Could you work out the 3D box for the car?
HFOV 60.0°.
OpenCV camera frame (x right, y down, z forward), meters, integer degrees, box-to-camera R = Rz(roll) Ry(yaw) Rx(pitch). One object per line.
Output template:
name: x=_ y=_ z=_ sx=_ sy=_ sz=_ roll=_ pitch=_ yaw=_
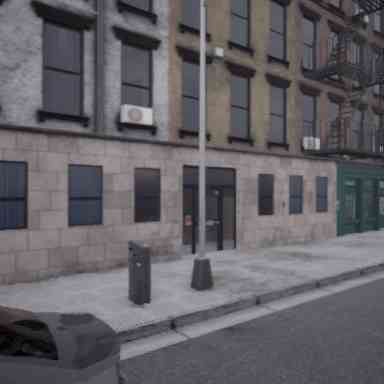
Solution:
car: x=-2.650 y=1.506 z=1.484 sx=4.892 sy=1.490 sz=1.837 roll=0 pitch=0 yaw=-36
